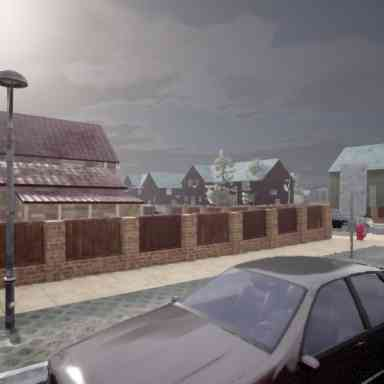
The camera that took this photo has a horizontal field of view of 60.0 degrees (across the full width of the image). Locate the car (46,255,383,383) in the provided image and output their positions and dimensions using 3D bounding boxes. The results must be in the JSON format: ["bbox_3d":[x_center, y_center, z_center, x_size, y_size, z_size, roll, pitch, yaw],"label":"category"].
[{"bbox_3d":[1.192,1.548,3.927,5.357,1.411,2.033,0,0,-36],"label":"car"}]

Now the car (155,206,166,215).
[{"bbox_3d":[-3.700,2.365,38.671,2.128,1.511,4.902,1,-2,-36],"label":"car"}]

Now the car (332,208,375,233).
[{"bbox_3d":[8.937,1.768,21.231,2.128,1.511,4.902,1,-3,-36],"label":"car"}]
